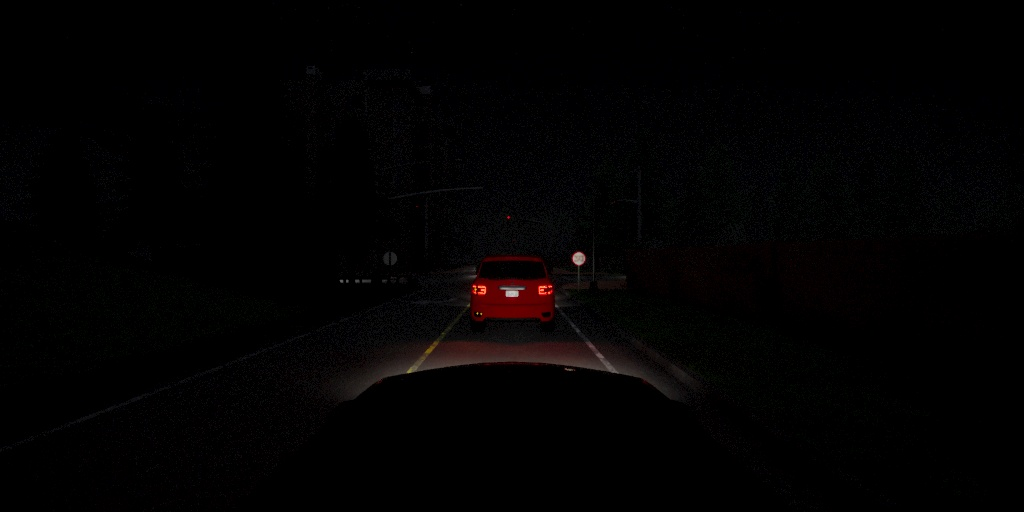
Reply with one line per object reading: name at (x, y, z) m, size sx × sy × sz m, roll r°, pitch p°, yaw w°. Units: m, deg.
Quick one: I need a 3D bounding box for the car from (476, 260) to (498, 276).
car at (-2.771, 1.227, 38.675) m, size 1.882 × 1.535 × 5.008 m, roll 0°, pitch 0°, yaw -11°

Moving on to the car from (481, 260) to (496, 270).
car at (-3.530, 1.314, 53.786) m, size 1.994 × 1.385 × 4.181 m, roll 0°, pitch 0°, yaw 0°

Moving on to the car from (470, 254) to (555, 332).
car at (0.053, 0.971, 11.005) m, size 2.150 × 2.045 × 5.566 m, roll 0°, pitch 0°, yaw 1°
